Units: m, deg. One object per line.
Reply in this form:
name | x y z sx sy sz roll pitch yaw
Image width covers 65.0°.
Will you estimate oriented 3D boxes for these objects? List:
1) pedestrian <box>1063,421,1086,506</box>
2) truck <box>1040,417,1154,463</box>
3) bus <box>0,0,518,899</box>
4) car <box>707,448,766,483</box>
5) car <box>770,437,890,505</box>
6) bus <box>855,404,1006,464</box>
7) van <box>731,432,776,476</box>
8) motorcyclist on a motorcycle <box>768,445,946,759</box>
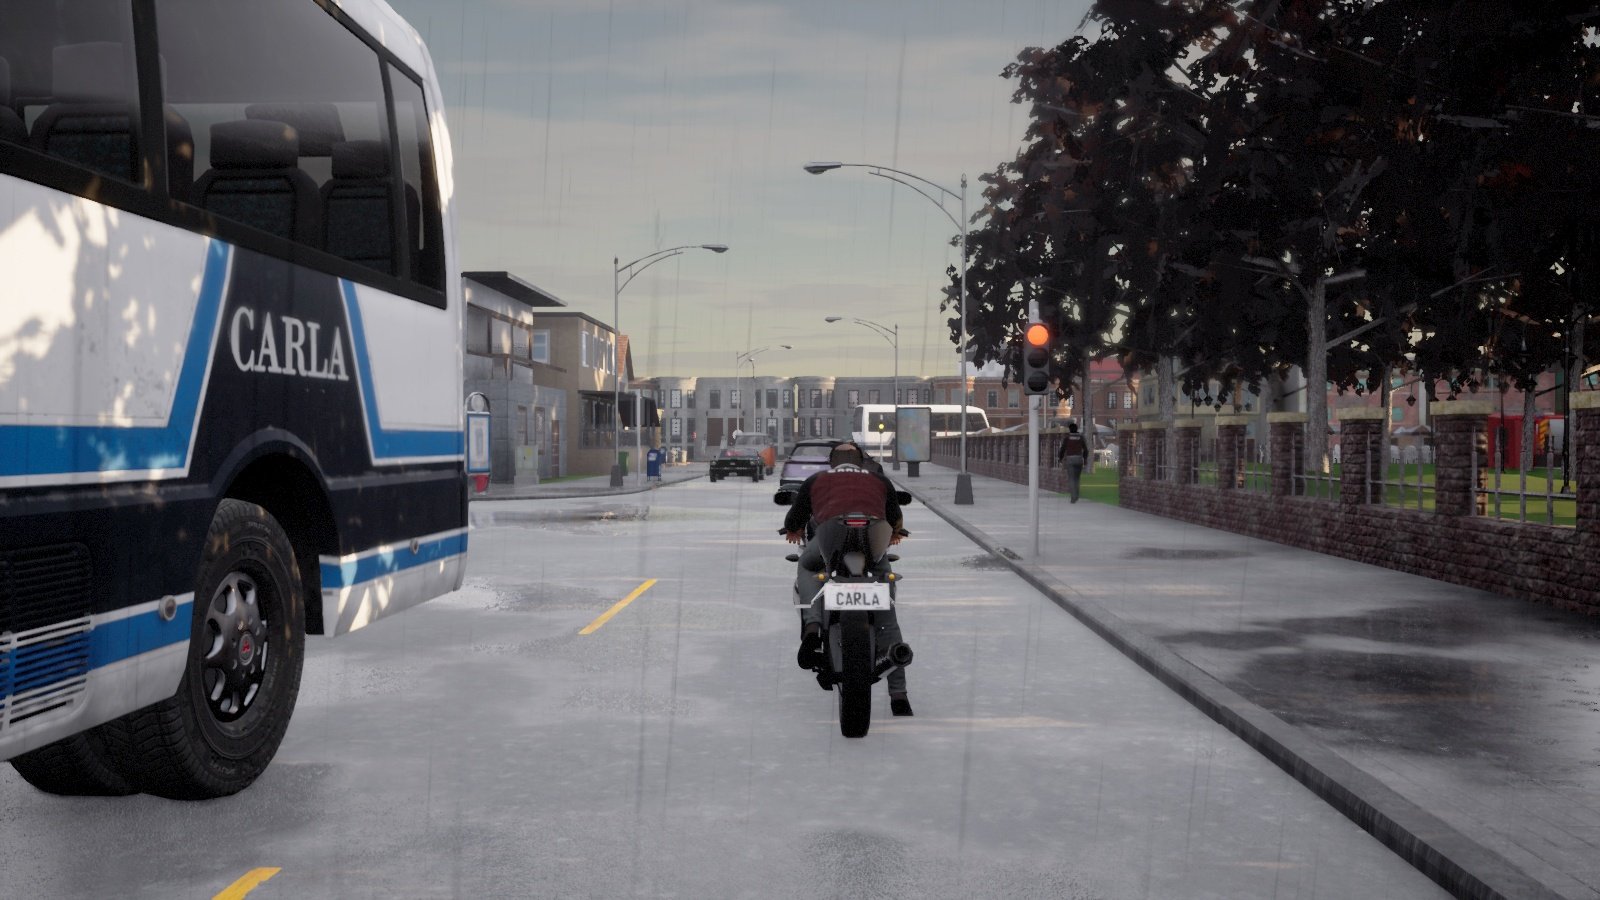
pedestrian | 6.279 0.299 28.759 0.402 1.930 0.666 0 0 2
truck | 22.212 -0.750 94.248 7.936 3.462 2.891 0 0 2
bus | -3.933 -0.649 2.777 3.944 4.253 10.273 0 1 2
car | -2.426 0.568 49.116 1.895 1.301 4.718 0 0 2
car | 0.898 0.489 33.338 2.033 1.649 4.856 0 0 16
bus | 9.446 -1.140 91.628 10.273 4.253 3.944 0 0 -12
van | -2.134 0.169 58.141 1.775 1.987 4.442 0 0 2
motorcyclist on a motorcycle | 0.271 0.741 7.237 0.866 1.530 2.191 0 0 0
